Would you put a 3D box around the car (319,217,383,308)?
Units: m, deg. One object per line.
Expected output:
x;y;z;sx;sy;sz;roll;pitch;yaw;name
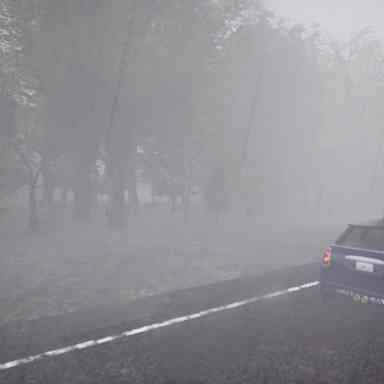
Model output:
4.814;1.355;7.179;4.553;1.767;2.097;0;0;-35;car
